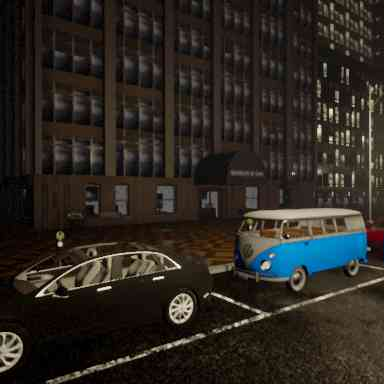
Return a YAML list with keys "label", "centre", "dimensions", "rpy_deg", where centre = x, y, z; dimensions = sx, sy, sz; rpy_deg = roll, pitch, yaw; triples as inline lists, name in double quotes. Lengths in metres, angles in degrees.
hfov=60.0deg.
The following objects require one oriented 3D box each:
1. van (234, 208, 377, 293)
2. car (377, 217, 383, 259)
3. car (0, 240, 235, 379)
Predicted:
- label: "van"
  centre: [2.843, 1.340, 8.574]
  dimensions: [3.998, 1.788, 1.690]
  rpy_deg: [0, 0, -35]
- label: "car"
  centre: [7.347, 1.543, 11.771]
  dimensions: [4.507, 1.381, 1.887]
  rpy_deg: [0, 0, -35]
- label: "car"
  centre: [-1.659, 1.550, 5.377]
  dimensions: [4.403, 1.369, 2.008]
  rpy_deg: [0, 0, -35]
